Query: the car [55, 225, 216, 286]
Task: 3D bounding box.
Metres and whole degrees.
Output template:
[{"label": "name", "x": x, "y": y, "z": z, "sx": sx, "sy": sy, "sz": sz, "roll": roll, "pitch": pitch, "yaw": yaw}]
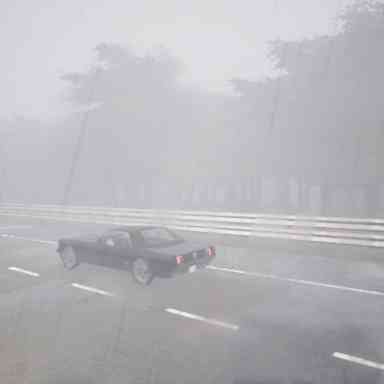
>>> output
[{"label": "car", "x": -1.792, "y": 1.602, "z": 9.451, "sx": 4.718, "sy": 1.301, "sz": 1.895, "roll": 0, "pitch": 0, "yaw": 36}]
